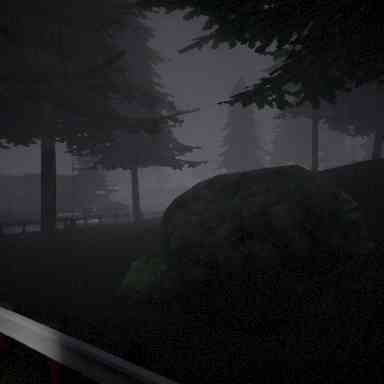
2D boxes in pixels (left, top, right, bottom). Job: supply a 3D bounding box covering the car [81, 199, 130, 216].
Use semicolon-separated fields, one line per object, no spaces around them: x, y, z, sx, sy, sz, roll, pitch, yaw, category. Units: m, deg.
-7.730;1.468;30.178;1.882;1.535;5.008;0;1;31;car
